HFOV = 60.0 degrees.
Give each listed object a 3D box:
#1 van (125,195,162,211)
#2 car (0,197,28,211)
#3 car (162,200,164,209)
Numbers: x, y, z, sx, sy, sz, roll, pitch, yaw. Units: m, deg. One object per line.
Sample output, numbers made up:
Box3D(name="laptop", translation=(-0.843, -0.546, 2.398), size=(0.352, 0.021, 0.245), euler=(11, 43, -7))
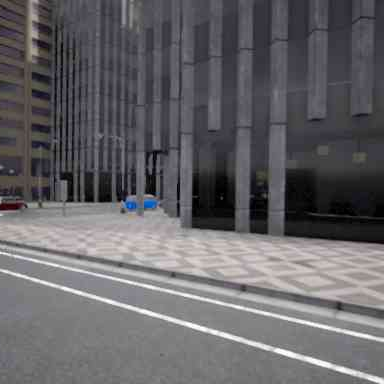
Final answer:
Box3D(name="van", translation=(-5.629, 1.248, 37.378), size=(1.690, 1.788, 3.998), euler=(1, 1, 36))
Box3D(name="car", translation=(-18.912, 1.203, 33.541), size=(1.967, 1.590, 4.097), euler=(1, 1, 36))
Box3D(name="car", translation=(-2.449, 1.482, 41.794), size=(1.802, 1.307, 4.206), euler=(1, 1, 36))
